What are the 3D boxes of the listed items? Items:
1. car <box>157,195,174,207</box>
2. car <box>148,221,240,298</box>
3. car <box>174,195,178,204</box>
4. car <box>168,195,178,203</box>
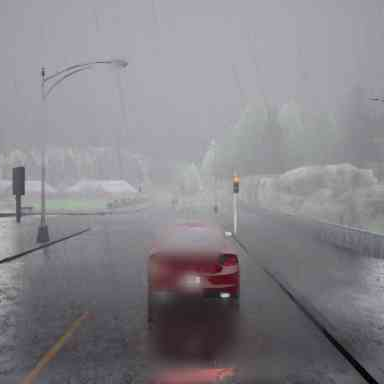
[{"bbox_3d":[-4.130,1.526,50.781,1.812,1.442,4.674,0,0,0],"label":"car"},{"bbox_3d":[0.053,1.478,8.550,1.882,1.535,5.008,0,0,0],"label":"car"},{"bbox_3d":[-4.123,1.526,60.699,1.812,1.442,4.674,0,0,1],"label":"car"},{"bbox_3d":[-4.050,1.500,70.865,1.837,1.490,4.892,0,0,0],"label":"car"}]
